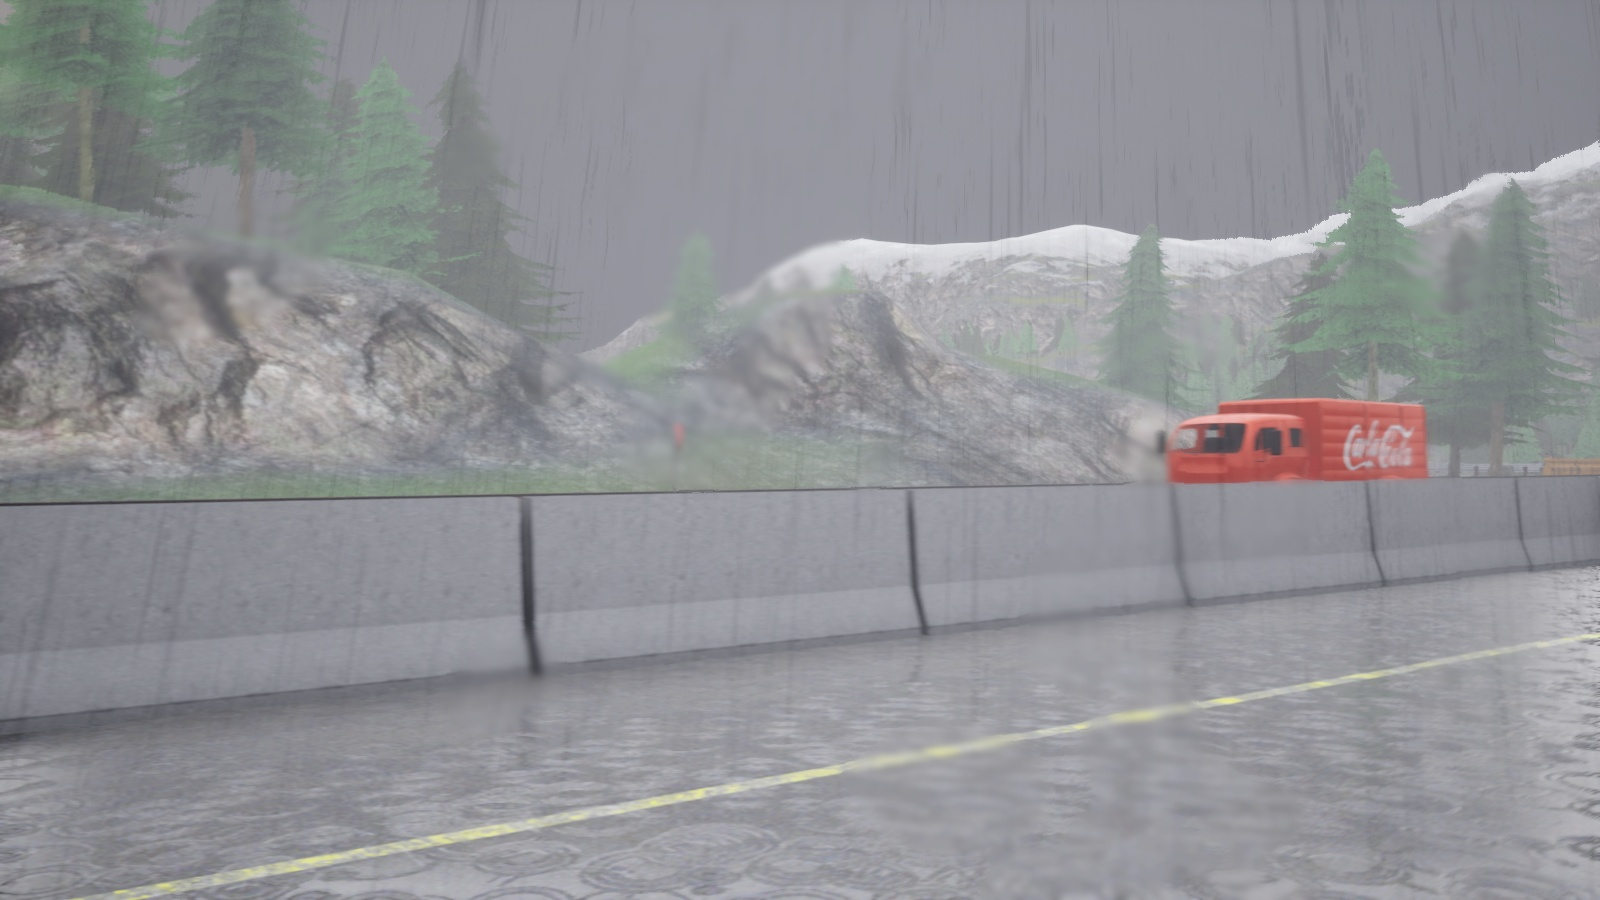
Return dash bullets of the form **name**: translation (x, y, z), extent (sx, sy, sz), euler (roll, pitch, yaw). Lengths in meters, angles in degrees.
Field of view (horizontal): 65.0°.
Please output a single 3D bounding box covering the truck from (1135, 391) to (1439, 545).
- **truck**: translation (8.810, 0.297, 22.584), extent (5.204, 2.467, 2.627), euler (0, 0, -35)
